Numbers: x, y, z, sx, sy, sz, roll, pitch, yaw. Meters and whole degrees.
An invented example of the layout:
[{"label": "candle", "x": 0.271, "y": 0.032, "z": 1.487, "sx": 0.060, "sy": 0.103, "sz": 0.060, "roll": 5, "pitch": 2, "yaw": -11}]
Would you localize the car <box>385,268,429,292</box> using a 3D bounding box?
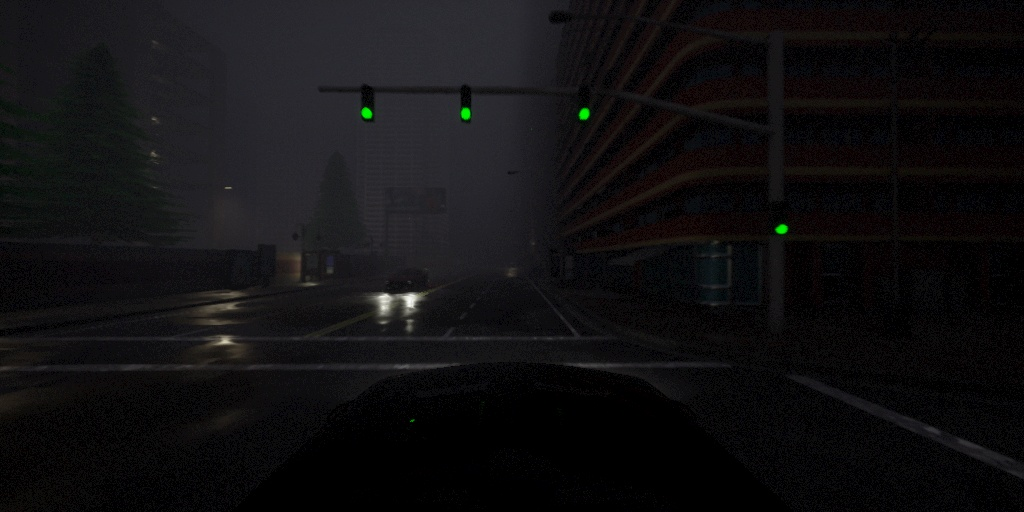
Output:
[{"label": "car", "x": -6.991, "y": 1.540, "z": 24.249, "sx": 1.882, "sy": 1.535, "sz": 5.008, "roll": 0, "pitch": 0, "yaw": 0}]
